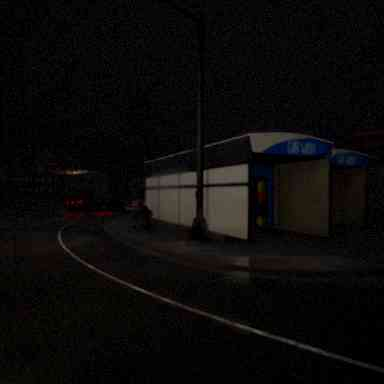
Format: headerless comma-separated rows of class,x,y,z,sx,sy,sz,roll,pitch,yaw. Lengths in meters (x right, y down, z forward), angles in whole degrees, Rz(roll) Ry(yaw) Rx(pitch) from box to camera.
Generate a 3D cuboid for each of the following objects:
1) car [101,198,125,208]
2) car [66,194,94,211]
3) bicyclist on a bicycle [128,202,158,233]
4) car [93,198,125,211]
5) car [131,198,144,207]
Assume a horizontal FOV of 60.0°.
car,-12.065,1.714,51.038,1.994,1.385,4.181,0,0,10
car,-13.668,1.327,41.933,2.150,2.045,5.566,0,0,10
bicyclist on a bicycle,-2.581,1.365,17.595,1.656,1.620,0.582,0,0,-24
car,-10.086,1.619,42.098,2.128,1.511,4.902,0,0,10
car,-8.057,1.656,53.539,1.882,1.535,5.008,0,0,13
